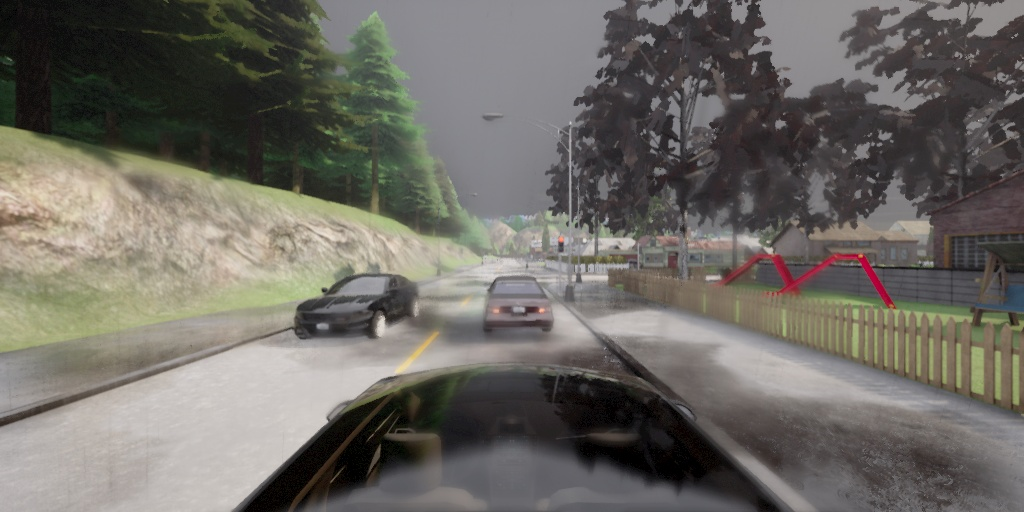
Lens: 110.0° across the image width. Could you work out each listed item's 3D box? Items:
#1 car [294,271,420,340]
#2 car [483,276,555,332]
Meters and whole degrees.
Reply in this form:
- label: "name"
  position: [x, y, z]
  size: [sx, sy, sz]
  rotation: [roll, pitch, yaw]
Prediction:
- label: "car"
  position: [-4.055, 1.227, 10.212]
  size: [1.882, 1.535, 5.008]
  rotation: [0, 0, 0]
- label: "car"
  position: [0.100, 1.296, 10.834]
  size: [2.033, 1.411, 5.357]
  rotation: [0, 0, -2]
